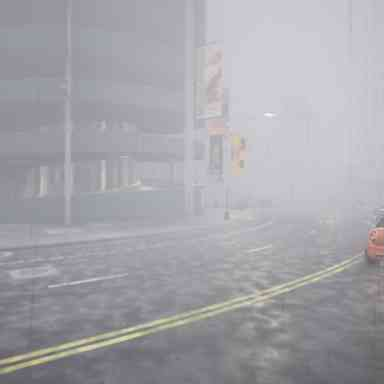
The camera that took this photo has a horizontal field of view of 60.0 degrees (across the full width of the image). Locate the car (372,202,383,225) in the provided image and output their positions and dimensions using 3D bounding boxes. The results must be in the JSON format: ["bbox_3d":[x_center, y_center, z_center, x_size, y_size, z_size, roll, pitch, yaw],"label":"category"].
[{"bbox_3d":[15.044,1.608,24.947,1.837,1.490,4.892,1,1,19],"label":"car"}]

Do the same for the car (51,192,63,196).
[{"bbox_3d":[-23.927,1.059,58.971,2.435,2.045,5.566,0,0,-36],"label":"car"}]

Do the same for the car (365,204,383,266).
[{"bbox_3d":[7.369,1.399,10.985,2.097,1.767,4.553,0,0,41],"label":"car"}]

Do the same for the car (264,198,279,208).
[{"bbox_3d":[11.127,1.629,49.825,2.128,1.511,4.902,0,0,-20],"label":"car"}]

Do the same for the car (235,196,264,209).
[{"bbox_3d":[8.001,1.473,48.198,2.097,1.767,4.553,0,0,-20],"label":"car"}]
